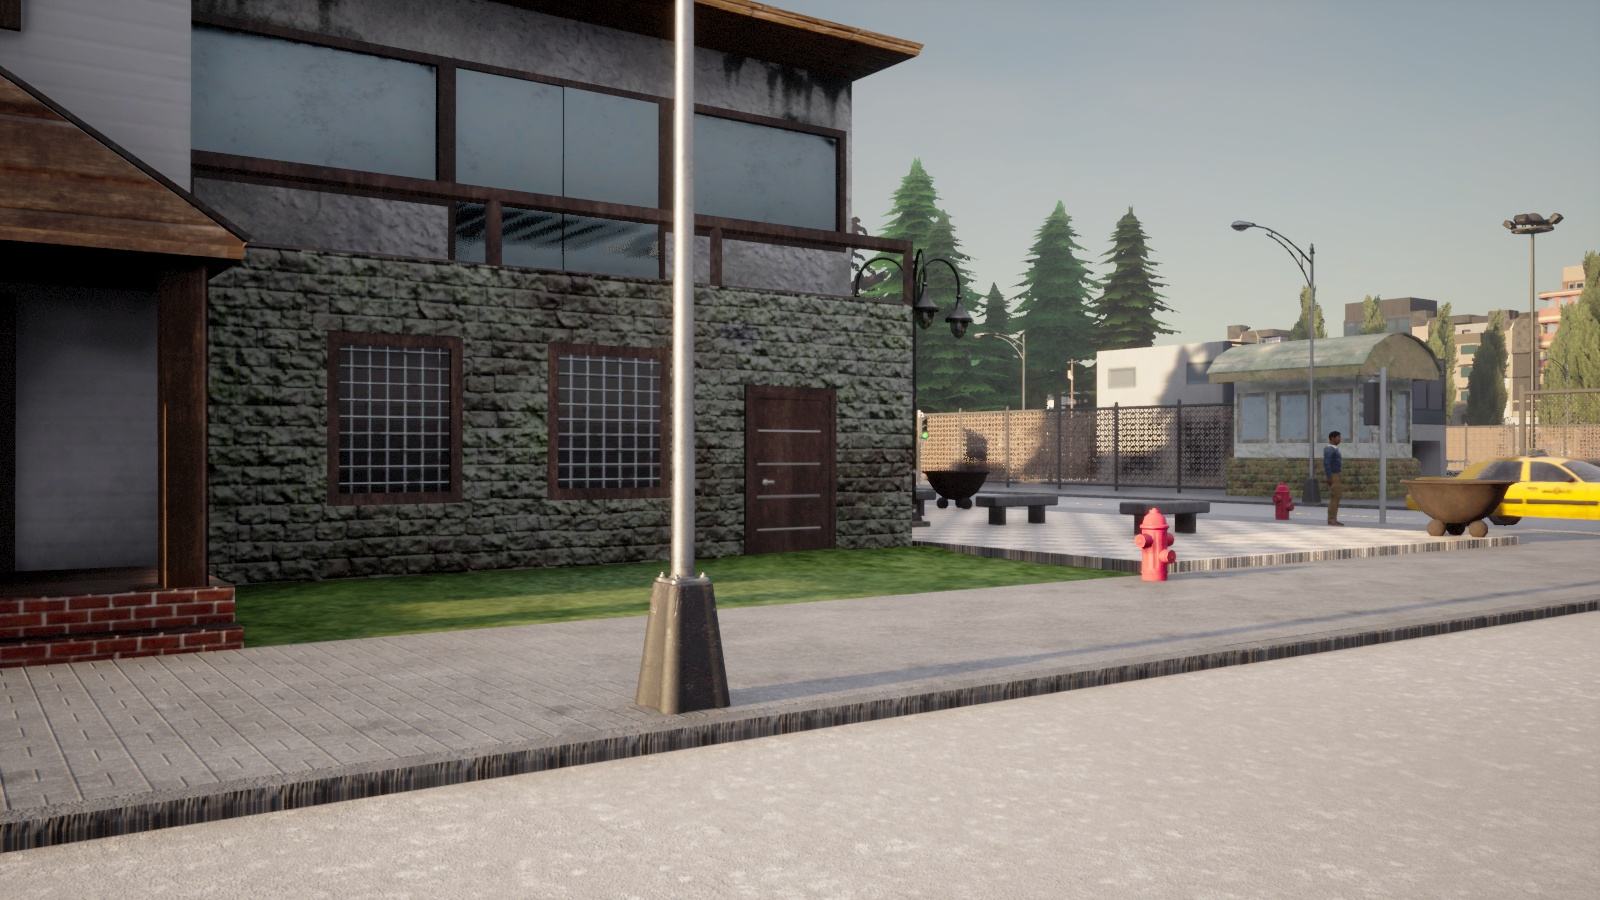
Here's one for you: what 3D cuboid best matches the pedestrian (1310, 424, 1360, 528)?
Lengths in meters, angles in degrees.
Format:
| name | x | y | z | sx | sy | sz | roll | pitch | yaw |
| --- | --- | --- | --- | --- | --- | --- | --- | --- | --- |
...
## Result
| name | x | y | z | sx | sy | sz | roll | pitch | yaw |
| --- | --- | --- | --- | --- | --- | --- | --- | --- | --- |
| pedestrian | 10.221 | 0.487 | 24.008 | 0.788 | 1.949 | 0.423 | 0 | 0 | 39 |

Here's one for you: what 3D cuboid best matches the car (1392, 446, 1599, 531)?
| name | x | y | z | sx | sy | sz | roll | pitch | yaw |
| --- | --- | --- | --- | --- | --- | --- | --- | --- | --- |
| car | 14.687 | 0.713 | 24.645 | 1.801 | 1.575 | 5.366 | 0 | 0 | -35 |
